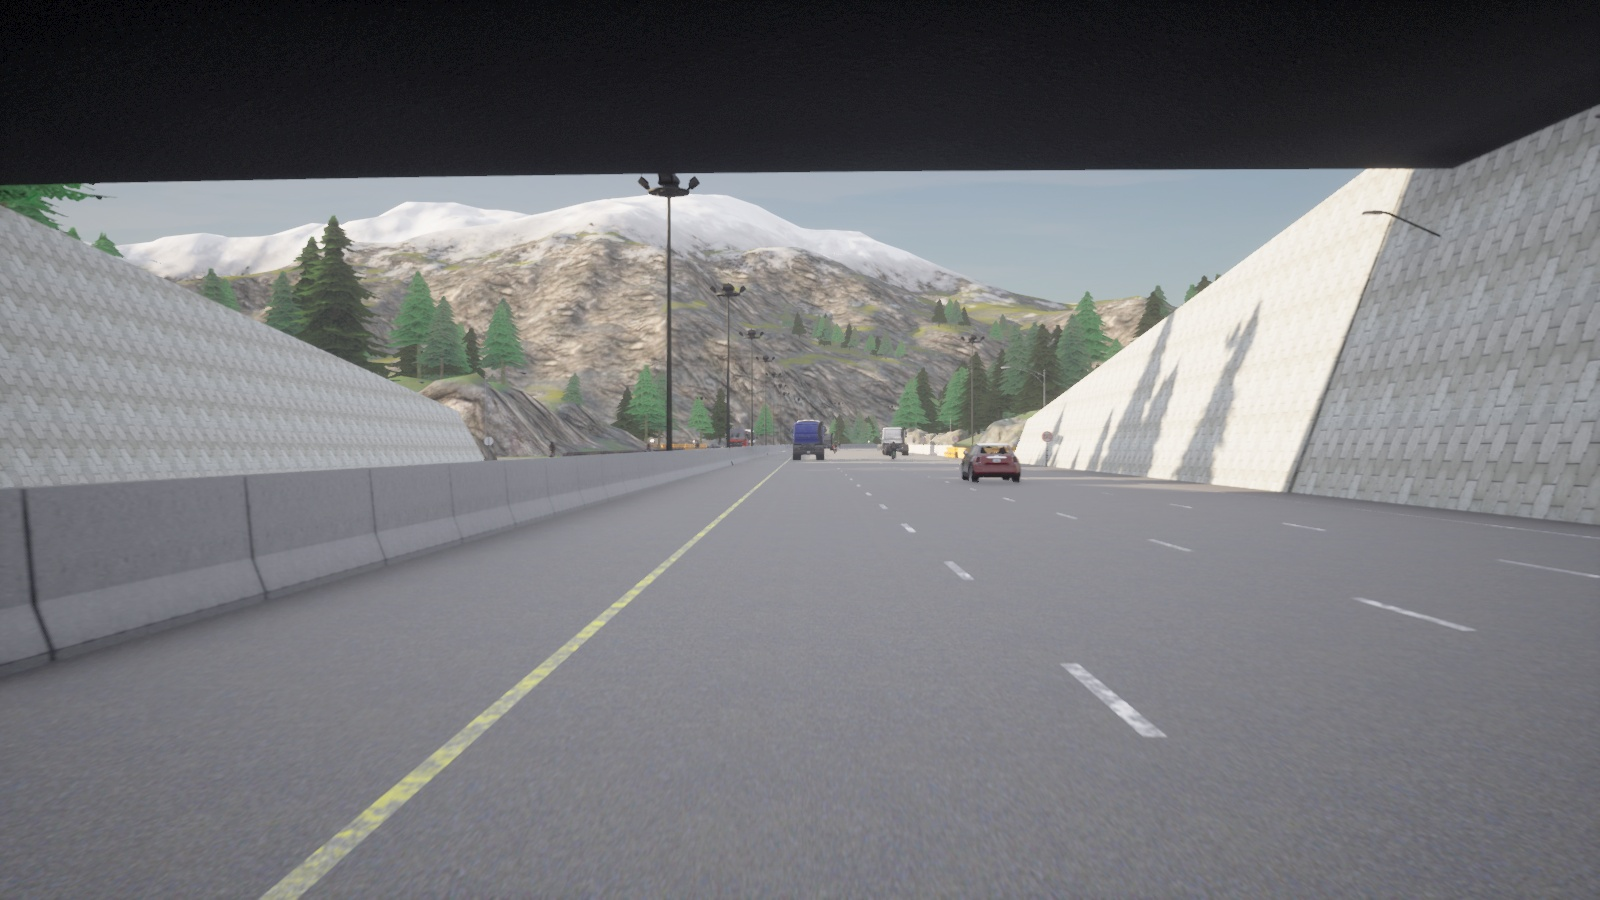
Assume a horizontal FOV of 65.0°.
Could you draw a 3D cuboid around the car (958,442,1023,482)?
[{"bbox_3d":[7.327,0.443,48.653,1.970,1.475,3.806,0,0,0],"label":"car"}]
